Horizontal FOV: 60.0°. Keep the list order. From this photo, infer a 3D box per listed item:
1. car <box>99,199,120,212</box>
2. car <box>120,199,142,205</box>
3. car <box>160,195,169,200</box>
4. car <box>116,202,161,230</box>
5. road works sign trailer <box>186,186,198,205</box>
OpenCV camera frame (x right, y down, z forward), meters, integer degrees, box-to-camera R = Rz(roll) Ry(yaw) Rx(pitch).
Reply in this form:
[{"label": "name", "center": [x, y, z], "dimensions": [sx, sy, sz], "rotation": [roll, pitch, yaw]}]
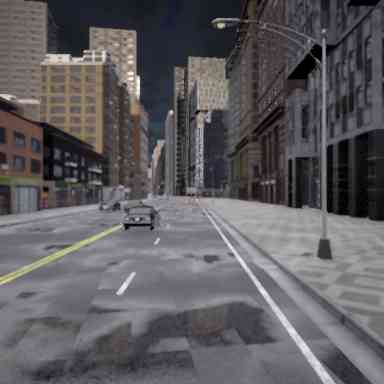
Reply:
[{"label": "car", "center": [-9.828, 1.627, 40.169], "dimensions": [2.128, 1.511, 4.902], "rotation": [0, 0, 0]}, {"label": "car", "center": [-6.589, 1.631, 38.176], "dimensions": [1.837, 1.490, 4.892], "rotation": [0, 0, 0]}, {"label": "car", "center": [-6.511, 1.361, 78.884], "dimensions": [1.882, 1.535, 5.008], "rotation": [0, 0, 0]}, {"label": "car", "center": [-3.154, 1.619, 21.648], "dimensions": [2.033, 1.411, 5.357], "rotation": [0, 0, 0]}, {"label": "road works sign trailer", "center": [0.006, 0.684, 64.593], "dimensions": [2.380, 3.560, 2.880], "rotation": [0, 0, 0]}]
